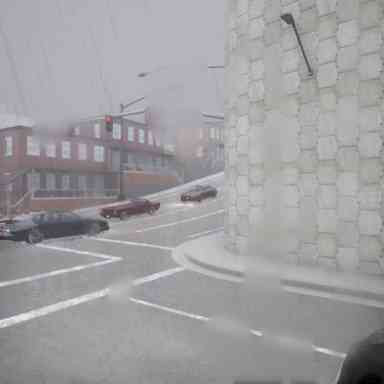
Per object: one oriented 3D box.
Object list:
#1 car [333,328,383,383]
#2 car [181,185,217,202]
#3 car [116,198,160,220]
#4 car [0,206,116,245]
[{"bbox_3d":[3.318,1.492,1.597,4.902,1.511,2.128,0,0,36],"label":"car"},{"bbox_3d":[0.685,0.077,32.108,1.994,1.385,4.181,0,9,36],"label":"car"},{"bbox_3d":[-4.550,1.187,24.722,1.895,1.301,4.718,0,5,35],"label":"car"},{"bbox_3d":[-6.509,1.535,15.635,2.033,1.411,5.357,0,1,37],"label":"car"}]
